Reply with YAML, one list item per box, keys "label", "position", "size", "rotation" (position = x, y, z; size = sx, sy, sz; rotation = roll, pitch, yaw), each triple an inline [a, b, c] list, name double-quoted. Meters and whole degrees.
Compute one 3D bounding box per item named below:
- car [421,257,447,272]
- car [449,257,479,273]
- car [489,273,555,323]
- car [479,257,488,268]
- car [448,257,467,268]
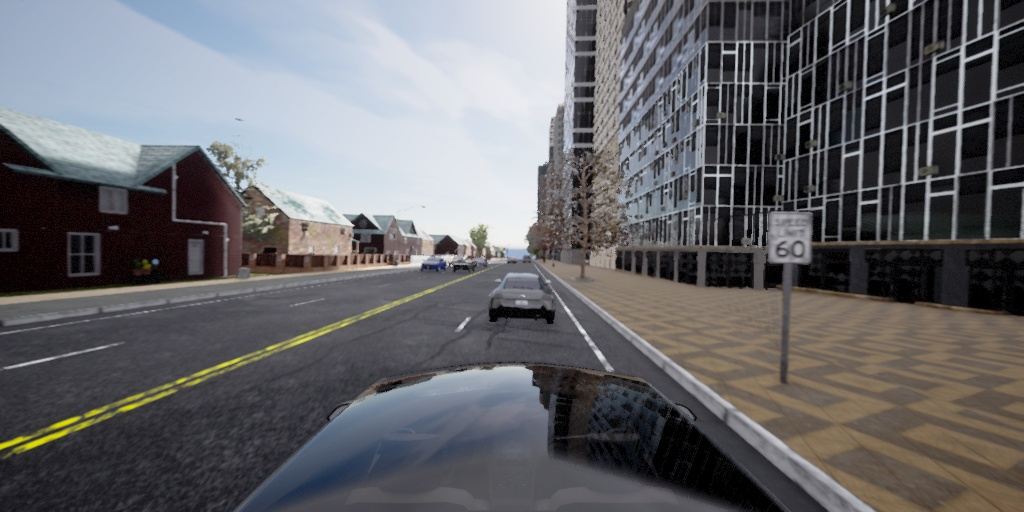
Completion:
- label: "car"
  position: [-8.272, 0.841, 38.353]
  size: [1.882, 1.535, 5.008]
  rotation: [1, 0, 2]
- label: "car"
  position: [-5.029, 1.038, 38.185]
  size: [1.895, 1.301, 4.718]
  rotation: [1, 0, 2]
- label: "car"
  position: [0.359, 1.259, 11.995]
  size: [1.994, 1.385, 4.181]
  rotation: [1, 0, 2]
- label: "car"
  position: [-4.482, 0.929, 51.006]
  size: [1.812, 1.442, 4.674]
  rotation: [1, 0, 2]
- label: "car"
  position: [-7.728, 0.856, 51.144]
  size: [1.812, 1.442, 4.674]
  rotation: [1, 0, 2]
